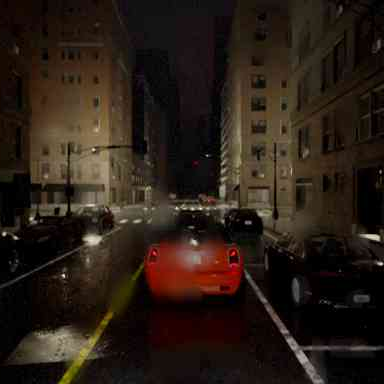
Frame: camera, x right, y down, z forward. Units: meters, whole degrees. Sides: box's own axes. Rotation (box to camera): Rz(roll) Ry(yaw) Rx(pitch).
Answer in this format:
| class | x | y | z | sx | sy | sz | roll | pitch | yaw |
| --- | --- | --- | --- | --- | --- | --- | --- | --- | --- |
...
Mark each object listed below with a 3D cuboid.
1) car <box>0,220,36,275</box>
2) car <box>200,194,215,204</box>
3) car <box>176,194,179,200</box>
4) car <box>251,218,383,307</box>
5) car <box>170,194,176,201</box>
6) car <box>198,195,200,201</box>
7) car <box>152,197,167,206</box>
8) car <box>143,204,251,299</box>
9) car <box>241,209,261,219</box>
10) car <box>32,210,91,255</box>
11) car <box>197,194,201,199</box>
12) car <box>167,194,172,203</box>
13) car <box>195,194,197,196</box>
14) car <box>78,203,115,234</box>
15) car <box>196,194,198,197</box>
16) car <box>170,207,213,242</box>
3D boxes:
| class | x | y | z | sx | sy | sz | roll | pitch | yaw |
| --- | --- | --- | --- | --- | --- | --- | --- | --- | --- |
| car | -5.679 | 1.569 | 7.747 | 1.947 | 1.339 | 4.313 | 0 | 0 | 0 |
| car | 2.815 | 1.499 | 55.851 | 1.967 | 1.590 | 4.097 | 0 | 0 | 0 |
| car | -5.694 | 1.496 | 93.713 | 2.192 | 1.841 | 5.009 | 0 | 0 | 0 |
| car | 2.846 | 1.554 | 7.759 | 2.008 | 1.369 | 4.403 | 0 | 0 | 0 |
| car | -5.698 | 1.660 | 82.725 | 1.752 | 1.417 | 4.829 | 0 | 0 | 0 |
| car | 2.820 | 1.635 | 66.669 | 2.008 | 1.369 | 4.403 | 0 | 0 | 0 |
| car | -5.710 | 1.641 | 55.853 | 1.802 | 1.307 | 4.206 | 0 | 0 | 0 |
| car | 0.051 | 1.355 | 8.620 | 2.097 | 1.767 | 4.553 | 0 | 0 | 0 |
| car | 2.831 | 1.574 | 18.761 | 1.947 | 1.339 | 4.313 | 0 | 0 | 0 |
| car | -5.687 | 1.587 | 13.248 | 1.802 | 1.307 | 4.206 | 0 | 0 | 0 |
| car | 2.824 | 1.556 | 77.487 | 1.967 | 1.590 | 4.097 | 0 | 0 | 0 |
| car | -5.704 | 1.634 | 66.670 | 2.008 | 1.369 | 4.403 | 0 | 0 | 0 |
| car | 2.831 | 1.496 | 93.715 | 2.192 | 1.841 | 5.009 | 0 | 0 | 0 |
| car | -5.695 | 1.448 | 18.750 | 1.967 | 1.590 | 4.097 | 0 | 0 | 0 |
| car | 2.829 | 1.597 | 88.305 | 1.967 | 1.590 | 4.097 | 0 | 0 | 0 |
| car | -0.019 | 1.572 | 17.273 | 1.994 | 1.385 | 4.181 | 0 | 0 | 0 |
